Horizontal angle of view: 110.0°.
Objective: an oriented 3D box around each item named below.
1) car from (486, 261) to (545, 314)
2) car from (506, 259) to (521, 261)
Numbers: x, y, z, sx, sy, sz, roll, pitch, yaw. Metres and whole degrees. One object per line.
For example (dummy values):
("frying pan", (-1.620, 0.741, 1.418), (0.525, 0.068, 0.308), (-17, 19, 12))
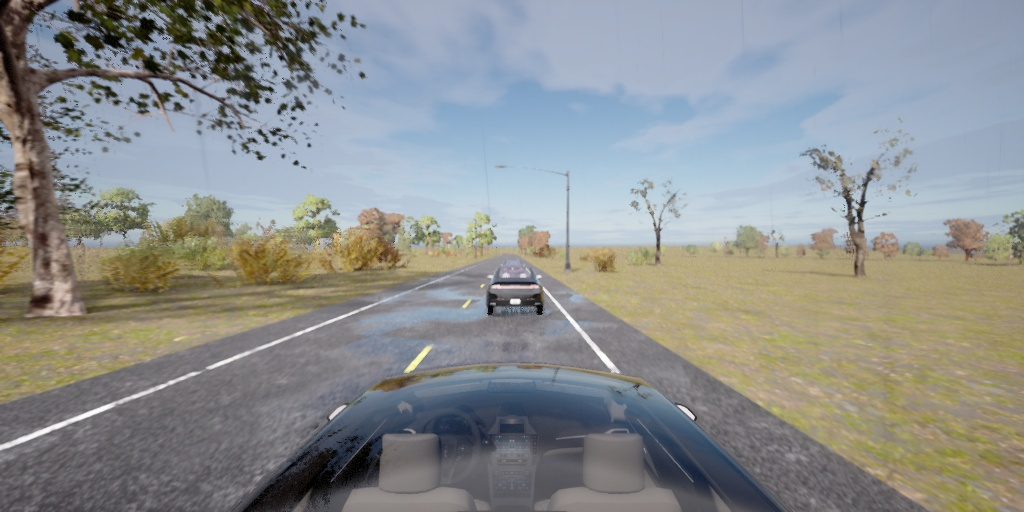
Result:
("car", (0.098, 1.108, 12.990), (2.128, 1.511, 4.902), (0, 1, 0))
("car", (0.097, 0.971, 29.839), (2.033, 1.411, 5.357), (0, 1, 0))
